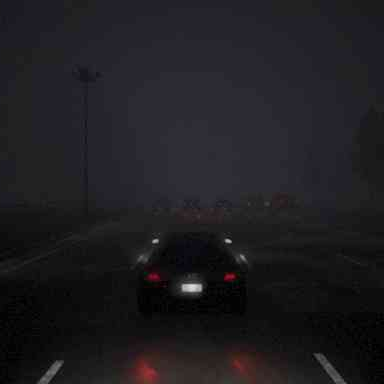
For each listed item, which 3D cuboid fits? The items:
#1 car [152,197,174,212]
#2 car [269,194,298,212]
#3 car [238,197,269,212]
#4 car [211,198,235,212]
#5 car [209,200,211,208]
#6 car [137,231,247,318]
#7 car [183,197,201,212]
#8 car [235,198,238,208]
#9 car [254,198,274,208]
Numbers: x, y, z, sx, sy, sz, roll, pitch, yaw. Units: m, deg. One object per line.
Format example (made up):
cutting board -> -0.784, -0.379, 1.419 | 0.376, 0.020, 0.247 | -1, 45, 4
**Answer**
car -> -3.499, 1.504, 38.878 | 1.837, 1.490, 4.892 | 0, 0, 0
car -> 10.499, 1.221, 38.371 | 2.150, 2.045, 5.566 | 0, 0, 0
car -> 6.998, 1.352, 38.421 | 2.097, 1.767, 4.553 | 0, 0, 0
car -> 3.498, 1.504, 38.623 | 1.837, 1.490, 4.892 | 0, 0, 0
car -> 3.494, 1.600, 48.895 | 1.895, 1.301, 4.718 | 0, 0, 0
car -> -0.002, 1.564, 7.539 | 1.994, 1.385, 4.181 | 0, 0, 0
car -> 0.001, 1.352, 38.861 | 2.097, 1.767, 4.553 | 0, 0, 0
car -> 6.990, 1.547, 48.161 | 2.033, 1.411, 5.357 | 0, 0, 0
car -> 10.494, 1.600, 48.872 | 1.895, 1.301, 4.718 | 0, 0, 0
